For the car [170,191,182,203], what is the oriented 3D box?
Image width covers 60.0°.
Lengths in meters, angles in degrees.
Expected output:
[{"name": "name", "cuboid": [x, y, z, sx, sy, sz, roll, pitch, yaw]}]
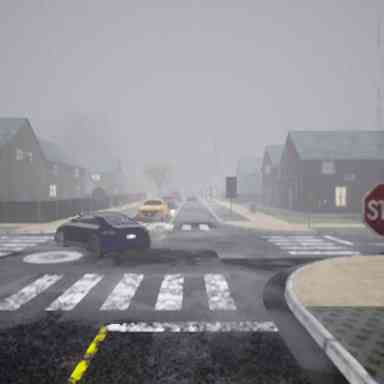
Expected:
[{"name": "car", "cuboid": [-2.910, 0.770, 57.577, 2.150, 2.045, 5.566, 0, 0, 0]}]

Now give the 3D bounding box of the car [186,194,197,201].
[{"name": "car", "cuboid": [-0.146, 1.054, 67.455, 2.033, 1.411, 5.357, 0, 0, 0]}]

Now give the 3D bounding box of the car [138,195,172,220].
[{"name": "car", "cuboid": [-2.934, 1.234, 25.720, 1.882, 1.535, 5.008, 0, 1, 1]}]

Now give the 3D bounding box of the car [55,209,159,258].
[{"name": "car", "cuboid": [-3.389, 1.415, 12.260, 1.994, 1.385, 4.181, 1, 0, -44]}]

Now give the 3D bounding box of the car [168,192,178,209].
[{"name": "car", "cuboid": [-2.931, 1.131, 38.860, 1.882, 1.535, 5.008, 0, 0, 0]}]

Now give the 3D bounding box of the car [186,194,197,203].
[{"name": "car", "cuboid": [-0.068, 1.111, 57.477, 1.994, 1.385, 4.181, 0, 0, 0]}]
